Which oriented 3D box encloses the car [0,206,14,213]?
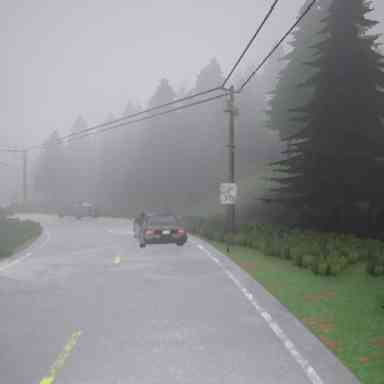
[{"bbox_3d":[-18.919,1.599,30.445,5.357,1.411,2.033,0,0,22],"label":"car"}]

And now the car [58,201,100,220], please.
[{"bbox_3d":[-9.667,1.530,28.426,4.674,1.442,1.812,0,0,42],"label":"car"}]

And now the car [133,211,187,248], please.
[{"bbox_3d":[-1.578,1.560,14.949,2.033,1.411,5.357,0,0,-14],"label":"car"}]
